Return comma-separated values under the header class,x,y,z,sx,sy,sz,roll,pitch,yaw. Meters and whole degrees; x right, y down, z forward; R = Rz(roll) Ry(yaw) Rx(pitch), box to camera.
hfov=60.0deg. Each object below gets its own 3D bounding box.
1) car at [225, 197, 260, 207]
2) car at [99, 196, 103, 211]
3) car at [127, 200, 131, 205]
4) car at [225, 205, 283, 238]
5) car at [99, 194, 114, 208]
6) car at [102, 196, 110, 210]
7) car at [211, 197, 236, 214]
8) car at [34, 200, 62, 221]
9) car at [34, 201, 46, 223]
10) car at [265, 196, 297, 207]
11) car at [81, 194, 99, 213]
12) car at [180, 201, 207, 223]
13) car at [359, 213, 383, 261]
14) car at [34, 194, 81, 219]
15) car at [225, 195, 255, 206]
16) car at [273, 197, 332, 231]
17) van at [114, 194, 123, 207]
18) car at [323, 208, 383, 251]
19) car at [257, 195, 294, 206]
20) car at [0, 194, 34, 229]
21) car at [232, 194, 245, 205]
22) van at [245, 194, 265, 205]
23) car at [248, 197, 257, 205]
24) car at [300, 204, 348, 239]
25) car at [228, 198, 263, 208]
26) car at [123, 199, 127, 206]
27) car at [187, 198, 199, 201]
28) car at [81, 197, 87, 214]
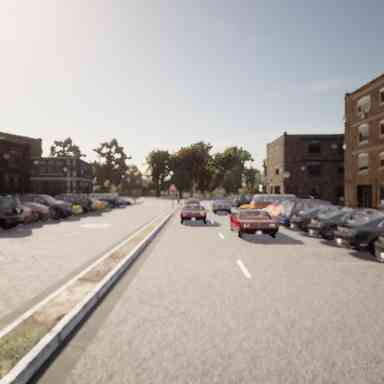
class,x,y,z,sx,sy,sz,roll,pitch,yaw
car,7.653,1.496,50.405,5.008,1.535,2.097,0,0,0
car,-12.528,1.489,35.673,4.892,1.521,2.231,0,0,0
car,-12.474,1.520,55.012,4.792,1.488,2.163,0,0,0
car,3.096,1.581,17.599,1.895,1.301,4.718,0,0,0
car,-12.548,1.377,41.232,4.553,1.767,2.185,0,0,0
car,-12.514,1.495,38.328,5.008,1.535,2.097,0,0,0
car,3.106,1.552,35.710,2.033,1.411,5.357,0,0,0
car,-12.529,1.502,24.492,4.674,1.452,2.002,0,0,0
car,-12.532,1.498,21.778,4.674,1.452,2.002,0,0,0
car,7.675,1.338,22.829,4.553,1.767,2.185,0,0,0
car,-12.553,1.229,32.896,5.566,2.045,2.435,0,0,0
car,0.103,1.587,25.210,1.895,1.301,4.718,0,0,0
car,7.635,1.465,9.044,4.892,1.521,2.231,0,0,0
car,-12.501,1.216,27.211,5.566,2.045,2.435,0,0,0
car,7.617,1.365,53.167,4.553,1.767,2.185,0,0,0
car,7.612,1.335,20.071,4.553,1.767,2.185,0,0,0
van,-12.395,1.285,46.668,4.442,1.987,1.878,0,0,0
car,7.635,1.463,11.800,4.892,1.521,2.231,0,0,0
car,7.675,1.340,25.586,4.553,1.767,2.185,0,0,0
car,-12.566,1.203,18.999,5.566,2.045,2.435,0,0,0
car,7.674,1.235,36.616,5.566,2.045,2.435,0,0,0
van,7.528,1.249,31.101,4.442,1.987,1.878,0,0,0
car,7.650,1.470,28.343,5.008,1.535,2.097,0,0,0
car,7.636,1.461,14.557,4.892,1.521,2.231,0,0,0
car,7.645,1.537,47.649,4.674,1.452,2.002,0,0,0
car,-12.540,1.382,49.576,4.553,1.767,2.185,0,0,0
car,0.107,1.522,41.778,1.837,1.490,4.892,0,0,0
car,-12.712,1.470,30.115,5.366,1.575,1.946,0,0,0
